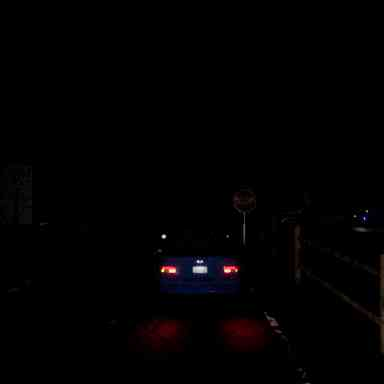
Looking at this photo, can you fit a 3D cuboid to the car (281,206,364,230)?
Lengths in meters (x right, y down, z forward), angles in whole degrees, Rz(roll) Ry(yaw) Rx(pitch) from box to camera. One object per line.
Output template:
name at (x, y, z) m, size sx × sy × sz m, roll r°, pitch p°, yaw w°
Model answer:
car at (8.228, 1.672, 21.693) m, size 4.674 × 1.442 × 1.812 m, roll 1°, pitch -1°, yaw 1°

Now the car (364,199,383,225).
car at (14.819, 1.505, 24.547) m, size 5.566 × 2.045 × 2.150 m, roll 1°, pitch -1°, yaw 1°

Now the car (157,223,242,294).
car at (0.114, 1.548, 8.932) m, size 2.033 × 1.411 × 5.357 m, roll 0°, pitch 0°, yaw -1°
